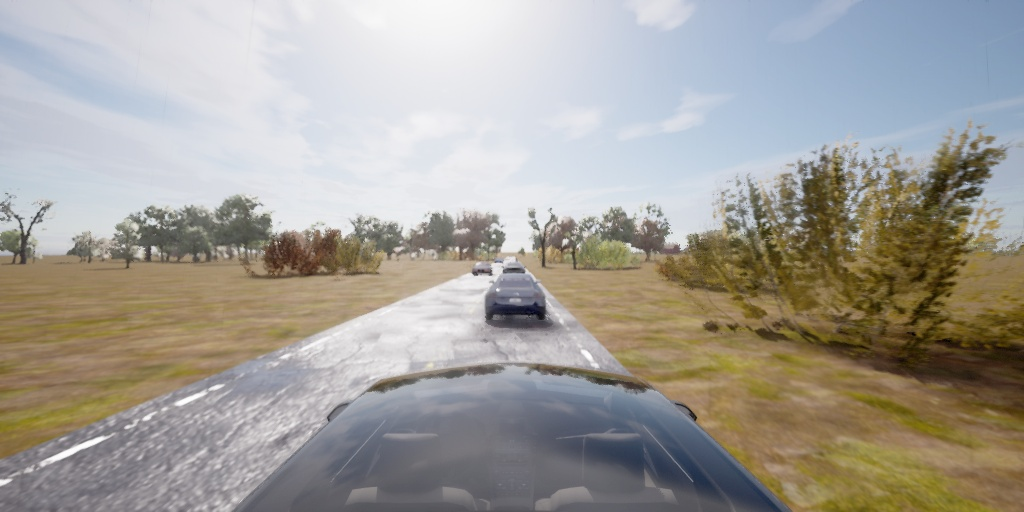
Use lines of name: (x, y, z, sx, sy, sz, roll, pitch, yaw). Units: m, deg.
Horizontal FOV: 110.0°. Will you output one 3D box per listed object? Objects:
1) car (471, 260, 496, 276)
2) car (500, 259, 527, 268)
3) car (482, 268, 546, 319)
car: (-3.012, 1.298, 37.039, 1.994, 1.385, 4.181, 0, 0, 0)
car: (0.159, 1.245, 29.962, 1.837, 1.490, 4.892, 0, 0, 0)
car: (0.113, 1.313, 12.850, 1.994, 1.385, 4.181, 0, 0, 0)
